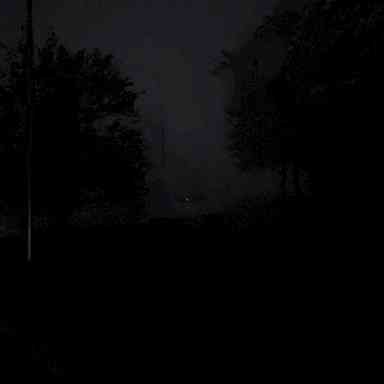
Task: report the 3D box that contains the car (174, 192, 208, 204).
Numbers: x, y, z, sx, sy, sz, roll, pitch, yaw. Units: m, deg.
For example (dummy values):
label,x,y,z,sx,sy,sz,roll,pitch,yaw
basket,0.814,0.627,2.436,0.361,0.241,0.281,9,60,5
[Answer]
label,x,y,z,sx,sy,sz,roll,pitch,yaw
car,0.232,0.757,45.690,1.837,1.490,4.892,0,3,39

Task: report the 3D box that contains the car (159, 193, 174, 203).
label,x,y,z,sx,sy,sz,roll,pitch,yaw
car,-2.812,0.840,47.488,1.994,1.385,4.181,0,3,39
